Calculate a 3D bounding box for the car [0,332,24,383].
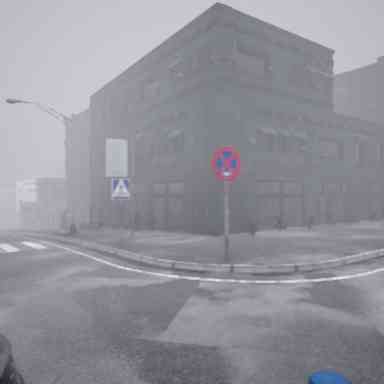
[{"bbox_3d":[-3.255,1.531,1.347,4.674,1.442,1.812,0,1,-36],"label":"car"}]
